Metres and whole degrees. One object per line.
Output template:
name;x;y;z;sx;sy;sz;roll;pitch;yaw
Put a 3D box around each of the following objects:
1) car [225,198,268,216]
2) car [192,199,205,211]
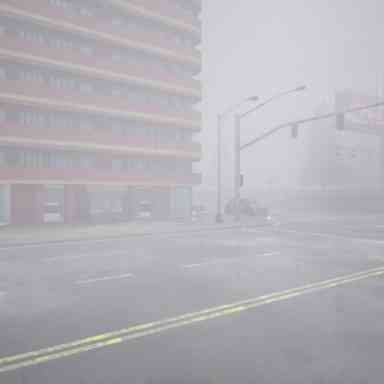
car;5.272;1.352;32.413;2.097;1.767;4.553;0;0;-34
car;-0.304;1.526;40.724;1.812;1.442;4.674;0;0;-34
